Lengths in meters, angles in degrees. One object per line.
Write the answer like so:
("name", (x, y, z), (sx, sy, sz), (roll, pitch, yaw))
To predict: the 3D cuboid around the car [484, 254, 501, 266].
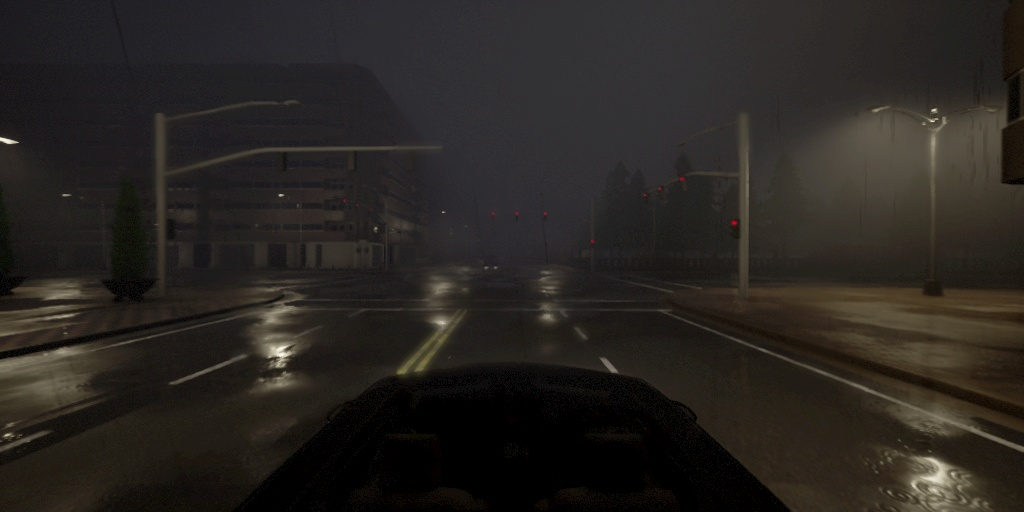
("car", (-3.529, 0.720, 60.830), (2.150, 2.045, 5.566), (0, 2, 0))
